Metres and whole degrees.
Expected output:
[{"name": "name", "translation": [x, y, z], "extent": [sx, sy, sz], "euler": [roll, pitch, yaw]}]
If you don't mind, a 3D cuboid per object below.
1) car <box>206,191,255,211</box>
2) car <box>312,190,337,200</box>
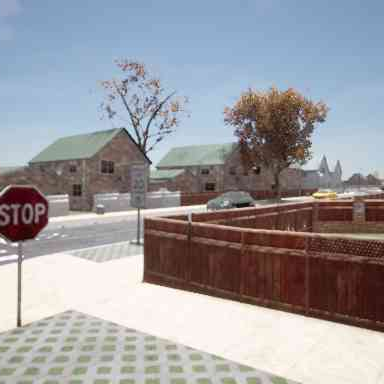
[{"name": "car", "translation": [3.155, 0.781, 26.763], "extent": [2.097, 1.767, 4.553], "euler": [2, 2, 41]}, {"name": "car", "translation": [17.194, 0.451, 43.066], "extent": [1.882, 1.535, 5.008], "euler": [2, 2, 41]}]
